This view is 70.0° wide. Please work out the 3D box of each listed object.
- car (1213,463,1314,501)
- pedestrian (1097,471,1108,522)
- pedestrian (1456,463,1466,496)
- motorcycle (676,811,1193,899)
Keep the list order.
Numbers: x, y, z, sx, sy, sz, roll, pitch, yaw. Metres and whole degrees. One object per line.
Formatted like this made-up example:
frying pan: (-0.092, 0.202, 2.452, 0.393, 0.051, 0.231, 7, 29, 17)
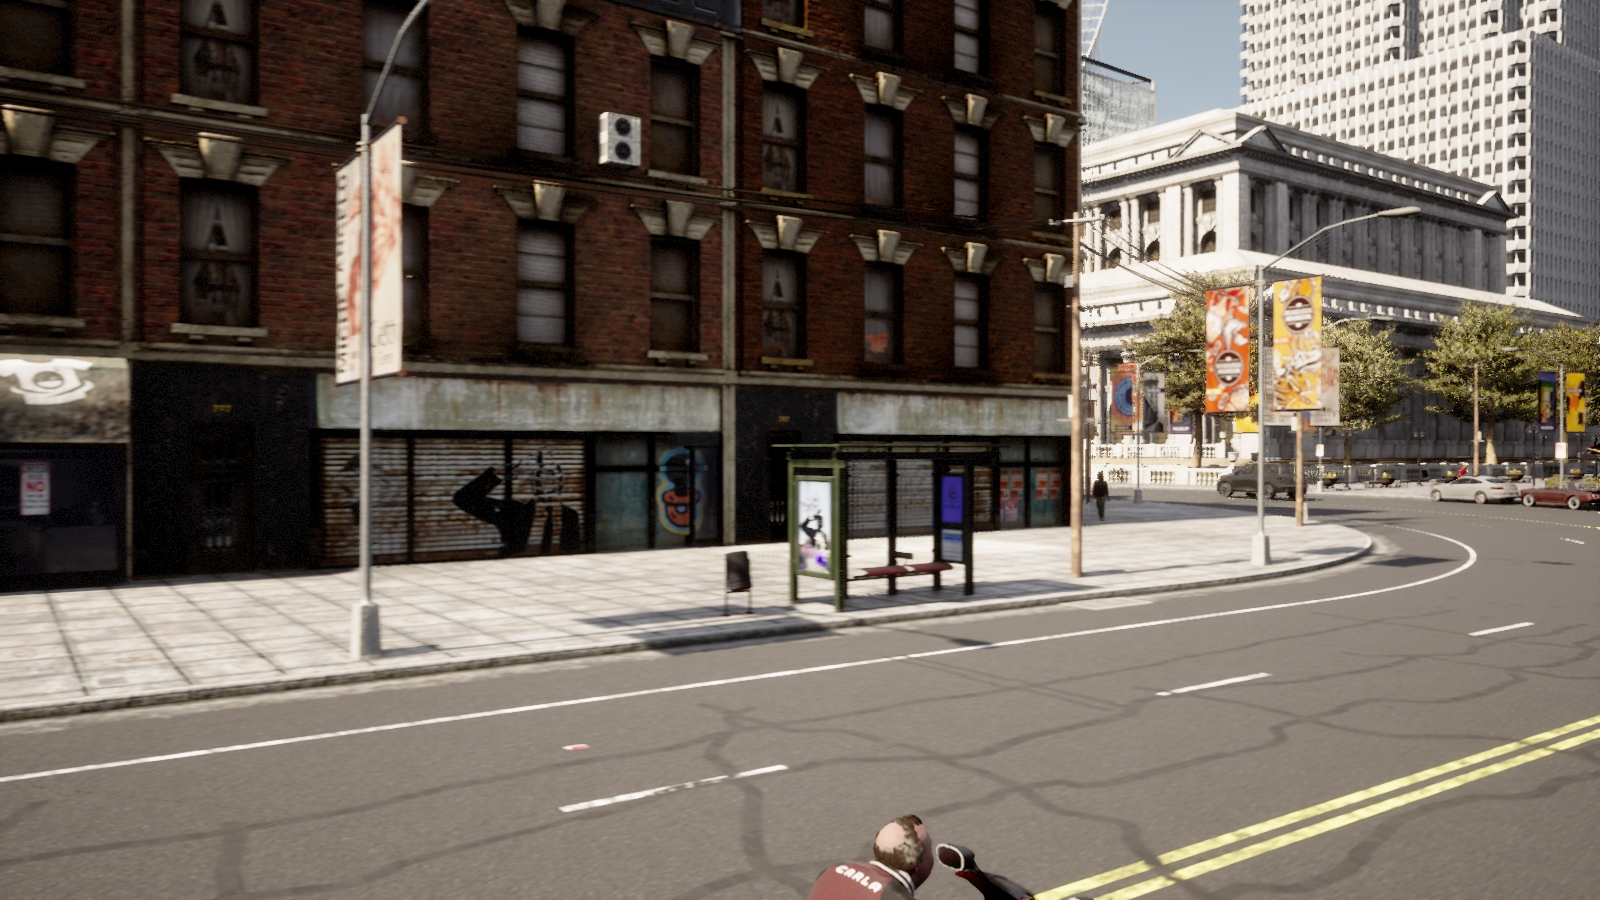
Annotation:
car: (26.421, 1.779, 65.343, 2.150, 2.045, 5.566, 0, 0, -21)
pedestrian: (11.080, 1.697, 41.899, 0.375, 1.860, 0.375, 0, 0, 13)
pedestrian: (37.670, 1.699, 65.107, 0.375, 1.860, 0.375, 0, 0, -31)
motorcycle: (0.320, 2.205, 4.008, 2.209, 1.251, 0.867, 0, 0, -35)
